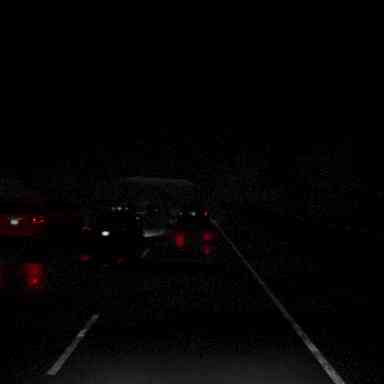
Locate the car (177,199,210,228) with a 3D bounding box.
[{"bbox_3d":[0.095,1.419,22.832,2.097,1.767,4.553,0,0,0],"label":"car"}]

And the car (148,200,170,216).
[{"bbox_3d":[-3.409,1.581,34.519,1.882,1.535,5.008,0,0,0],"label":"car"}]

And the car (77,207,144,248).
[{"bbox_3d":[-3.403,1.609,15.079,1.994,1.385,4.181,0,0,0],"label":"car"}]

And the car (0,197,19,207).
[{"bbox_3d":[-28.010,1.409,49.226,2.033,1.411,5.357,0,0,0],"label":"car"}]

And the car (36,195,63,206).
[{"bbox_3d":[-21.010,1.245,49.234,1.882,1.535,5.008,0,0,0],"label":"car"}]

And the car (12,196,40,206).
[{"bbox_3d":[-24.510,1.291,49.233,1.812,1.442,4.674,0,0,0],"label":"car"}]

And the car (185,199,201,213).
[{"bbox_3d":[0.091,1.626,40.659,1.837,1.490,4.892,0,0,0],"label":"car"}]

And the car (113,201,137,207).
[{"bbox_3d":[-6.907,1.650,34.324,2.033,1.411,5.357,0,0,0],"label":"car"}]

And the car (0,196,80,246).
[{"bbox_3d":[-6.915,1.268,15.617,2.150,2.045,5.566,0,0,0],"label":"car"}]
